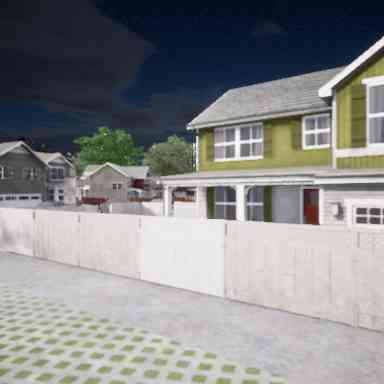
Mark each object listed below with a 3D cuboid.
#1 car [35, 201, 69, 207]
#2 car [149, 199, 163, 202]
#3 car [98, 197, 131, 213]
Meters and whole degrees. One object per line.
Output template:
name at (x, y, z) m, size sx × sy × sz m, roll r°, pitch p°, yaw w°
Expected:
car at (-11.763, 1.556, 27.441) m, size 1.837 × 1.490 × 4.892 m, roll 0°, pitch 0°, yaw 18°
car at (-4.956, 1.659, 46.752) m, size 1.812 × 1.442 × 4.674 m, roll 0°, pitch 0°, yaw 22°
car at (-8.519, 1.444, 37.122) m, size 2.097 × 1.767 × 4.553 m, roll 0°, pitch 0°, yaw 20°
